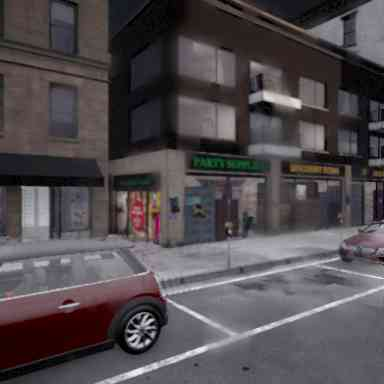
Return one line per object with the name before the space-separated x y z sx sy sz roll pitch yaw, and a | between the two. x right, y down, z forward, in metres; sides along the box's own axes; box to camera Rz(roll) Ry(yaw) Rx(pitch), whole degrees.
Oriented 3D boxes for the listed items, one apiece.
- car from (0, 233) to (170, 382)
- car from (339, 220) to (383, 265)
car | -2.423 1.441 4.459 4.097 1.590 1.967 0 0 -36
car | 6.548 1.592 10.861 4.206 1.307 1.802 0 0 -36
